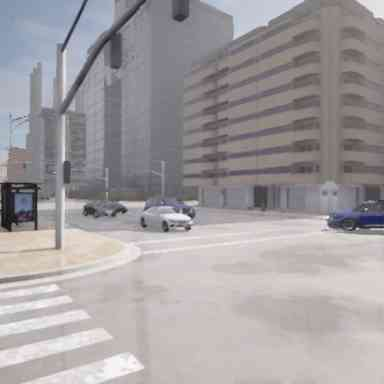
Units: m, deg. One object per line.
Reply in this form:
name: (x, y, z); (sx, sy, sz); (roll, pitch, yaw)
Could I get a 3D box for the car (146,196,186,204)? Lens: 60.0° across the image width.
car: (-1.980, 1.395, 27.756); (2.150, 2.045, 5.566); (1, 0, -36)

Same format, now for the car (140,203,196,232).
car: (-1.789, 1.671, 21.569); (1.812, 1.442, 4.674); (1, 0, -35)

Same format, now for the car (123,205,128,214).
car: (-9.089, 1.719, 37.495); (2.033, 1.411, 5.357); (1, 0, -36)

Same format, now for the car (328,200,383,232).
car: (11.543, 1.549, 20.893); (5.566, 2.045, 2.150); (-1, -1, 13)

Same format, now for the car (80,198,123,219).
car: (-8.643, 1.634, 30.939); (2.128, 1.511, 4.902); (1, 0, -36)
